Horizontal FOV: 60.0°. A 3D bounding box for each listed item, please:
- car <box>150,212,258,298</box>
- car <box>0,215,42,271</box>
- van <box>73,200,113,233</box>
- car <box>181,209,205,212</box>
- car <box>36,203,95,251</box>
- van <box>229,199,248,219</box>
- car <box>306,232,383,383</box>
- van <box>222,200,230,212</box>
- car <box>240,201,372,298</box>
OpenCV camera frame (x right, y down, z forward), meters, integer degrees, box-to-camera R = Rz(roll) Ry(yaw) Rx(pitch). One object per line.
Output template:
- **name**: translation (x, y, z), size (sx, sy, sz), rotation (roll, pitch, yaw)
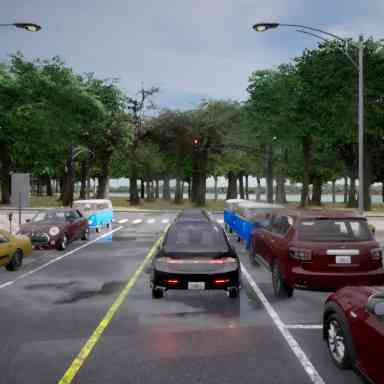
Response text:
- **car**: translation (0.084, 1.492, 8.480), size (2.128, 1.511, 4.902), rotation (0, 0, 0)
- **car**: translation (-5.770, 1.526, 8.275), size (1.752, 1.417, 4.829), rotation (0, 0, 0)
- **van**: translation (-5.777, 1.343, 19.320), size (1.690, 1.788, 3.998), rotation (0, 0, 0)
- **car**: translation (0.045, 1.565, 17.399), size (1.994, 1.385, 4.181), rotation (0, 0, 1)
- **car**: translation (-5.774, 1.441, 13.882), size (1.967, 1.590, 4.097), rotation (0, 0, 0)
- **van**: translation (2.751, 1.342, 13.888), size (1.690, 1.788, 3.998), rotation (0, 0, 0)
- **car**: translation (2.759, 1.440, 3.012), size (1.967, 1.590, 4.097), rotation (0, 0, 0)
- **van**: translation (2.748, 1.343, 19.325), size (1.690, 1.788, 3.998), rotation (0, 0, 0)
- **car**: translation (2.755, 1.315, 8.450), size (2.192, 1.841, 5.009), rotation (0, 0, 0)
